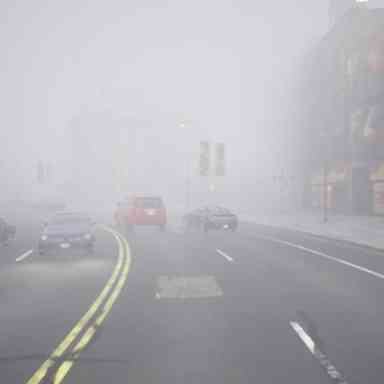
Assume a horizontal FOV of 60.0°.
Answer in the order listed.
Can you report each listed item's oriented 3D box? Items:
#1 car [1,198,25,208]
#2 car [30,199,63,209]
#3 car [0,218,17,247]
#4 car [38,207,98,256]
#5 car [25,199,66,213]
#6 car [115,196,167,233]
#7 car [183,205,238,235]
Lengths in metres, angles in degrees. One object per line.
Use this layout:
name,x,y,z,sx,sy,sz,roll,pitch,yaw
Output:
car,-25.755,1.550,48.860,4.674,1.452,2.002,0,0,20
car,-20.452,1.624,46.689,4.718,1.301,1.895,0,0,30
car,-7.999,1.608,12.121,1.895,1.301,4.718,0,0,-14
car,-4.821,1.534,13.376,1.812,1.442,4.674,0,0,-15
car,-15.417,1.499,35.575,5.008,1.535,1.882,0,0,39
car,-3.245,1.234,20.319,2.150,2.045,5.566,0,0,-23
car,0.910,1.504,18.906,2.128,1.511,4.902,0,0,-19
